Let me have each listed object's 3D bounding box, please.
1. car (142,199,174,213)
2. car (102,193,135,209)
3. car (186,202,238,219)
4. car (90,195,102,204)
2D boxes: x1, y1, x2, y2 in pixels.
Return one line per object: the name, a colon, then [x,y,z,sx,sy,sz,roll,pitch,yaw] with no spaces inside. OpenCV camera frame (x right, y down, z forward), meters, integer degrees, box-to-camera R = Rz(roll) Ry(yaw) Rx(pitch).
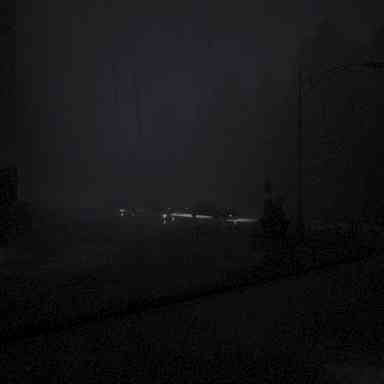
car: [-3.806,1.491,36.868,2.128,1.511,4.902,0,0,-36]
car: [-9.842,1.222,45.320,2.150,2.045,5.566,0,0,-35]
car: [1.595,1.547,29.322,2.033,1.411,5.357,0,0,-36]
car: [-18.055,1.352,63.971,2.097,1.767,4.553,0,0,-35]
